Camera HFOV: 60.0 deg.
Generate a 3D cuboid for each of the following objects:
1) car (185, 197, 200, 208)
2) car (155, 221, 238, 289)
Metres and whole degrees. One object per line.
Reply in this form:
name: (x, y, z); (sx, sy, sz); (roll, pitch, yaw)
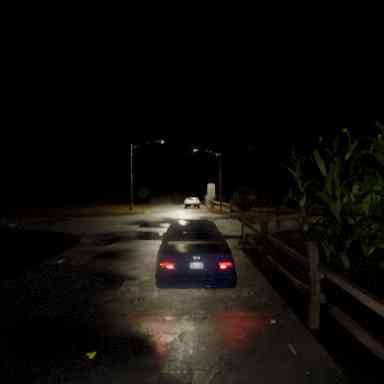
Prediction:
car: (0.024, 1.340, 43.046); (1.895, 1.301, 4.718); (0, 0, 0)
car: (0.025, 1.495, 9.116); (2.033, 1.411, 5.357); (0, 0, -2)
